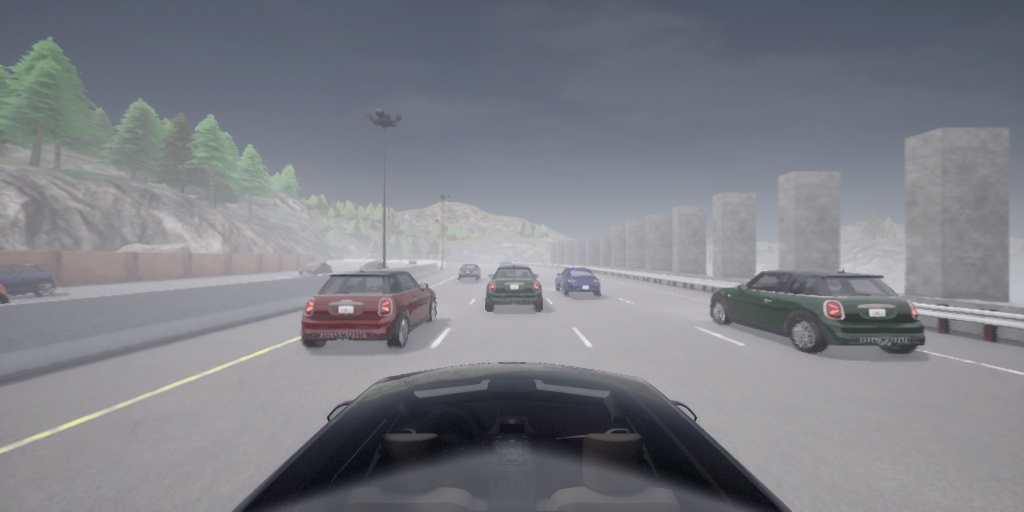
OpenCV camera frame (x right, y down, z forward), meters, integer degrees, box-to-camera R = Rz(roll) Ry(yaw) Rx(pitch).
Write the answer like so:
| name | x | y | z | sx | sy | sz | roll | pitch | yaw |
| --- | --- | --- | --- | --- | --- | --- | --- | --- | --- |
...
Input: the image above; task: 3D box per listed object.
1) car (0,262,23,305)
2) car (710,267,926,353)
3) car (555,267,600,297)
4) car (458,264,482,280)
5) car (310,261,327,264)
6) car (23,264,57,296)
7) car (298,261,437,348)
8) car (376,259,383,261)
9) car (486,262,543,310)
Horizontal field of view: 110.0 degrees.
| name | x | y | z | sx | sy | sz | roll | pitch | yaw |
| --- | --- | --- | --- | --- | --- | --- | --- | --- | --- |
| car | -17.617 | 1.121 | 9.807 | 2.097 | 1.767 | 4.553 | 0 | 0 | 0 |
| car | 7.087 | 1.132 | 9.089 | 2.097 | 1.767 | 4.553 | 0 | 0 | 0 |
| car | 3.494 | 1.342 | 19.517 | 1.812 | 1.442 | 4.674 | 0 | 0 | -1 |
| car | -3.842 | 1.408 | 32.766 | 2.033 | 1.411 | 5.357 | 0 | 0 | -2 |
| car | -21.597 | 1.402 | 39.695 | 1.812 | 1.442 | 4.674 | 0 | 0 | -1 |
| car | -24.666 | 1.142 | 16.589 | 2.097 | 1.767 | 4.553 | 0 | 0 | -1 |
| car | -3.408 | 1.128 | 9.481 | 2.097 | 1.767 | 4.553 | 0 | 0 | 0 |
| car | -14.717 | 1.376 | 38.089 | 1.837 | 1.490 | 4.892 | 0 | 1 | -2 |
| car | 0.063 | 1.150 | 15.025 | 2.097 | 1.767 | 4.553 | 0 | 0 | -1 |
